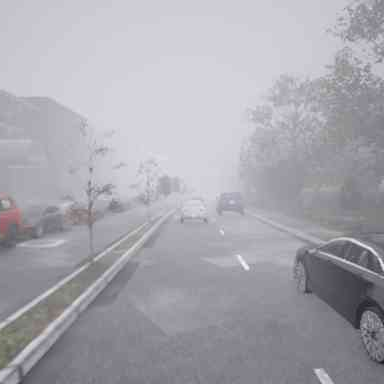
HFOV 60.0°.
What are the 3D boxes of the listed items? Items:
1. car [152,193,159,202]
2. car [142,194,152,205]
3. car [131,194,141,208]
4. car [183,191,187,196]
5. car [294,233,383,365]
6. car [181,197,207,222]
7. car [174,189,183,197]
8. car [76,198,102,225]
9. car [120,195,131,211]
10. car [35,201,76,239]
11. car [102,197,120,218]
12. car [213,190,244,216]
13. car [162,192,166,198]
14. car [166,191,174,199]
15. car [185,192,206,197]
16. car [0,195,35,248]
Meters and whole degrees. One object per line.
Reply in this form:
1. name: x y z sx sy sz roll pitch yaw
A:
1. car: -7.536 0.980 59.754 2.163 1.488 4.792 0 1 3
2. car: -7.783 1.058 50.159 2.097 1.535 5.008 0 1 1
3. car: -7.851 1.171 39.167 2.231 1.521 4.892 0 1 0
4. car: -3.850 0.271 94.465 2.435 2.045 5.566 0 1 10
5. car: 3.252 1.455 5.716 2.128 1.511 4.902 0 0 0
6. car: 0.143 1.352 24.627 1.812 1.442 4.674 0 1 1
7. car: -4.732 0.597 88.992 2.231 1.521 4.892 0 1 9
8. car: -7.954 1.361 22.524 2.002 1.452 4.674 0 0 0
9. car: -7.885 1.263 33.617 2.002 1.452 4.674 0 1 0
10. car: -7.987 1.396 16.946 2.163 1.488 4.792 0 0 0
11. car: -7.919 1.303 28.040 2.163 1.488 4.792 0 1 0
12. car: 3.361 1.003 30.251 2.150 2.045 5.566 0 0 1
13. car: -7.124 0.864 66.782 1.946 1.575 5.366 0 1 5
14. car: -6.155 0.732 77.757 1.946 1.575 5.366 0 1 7
15. car: 0.597 1.165 42.028 2.128 1.511 4.902 0 1 2
16. car: -8.021 1.156 11.399 2.435 2.045 5.566 0 0 0
